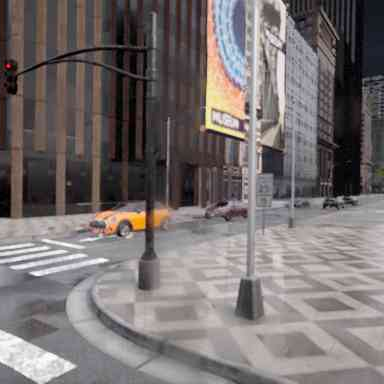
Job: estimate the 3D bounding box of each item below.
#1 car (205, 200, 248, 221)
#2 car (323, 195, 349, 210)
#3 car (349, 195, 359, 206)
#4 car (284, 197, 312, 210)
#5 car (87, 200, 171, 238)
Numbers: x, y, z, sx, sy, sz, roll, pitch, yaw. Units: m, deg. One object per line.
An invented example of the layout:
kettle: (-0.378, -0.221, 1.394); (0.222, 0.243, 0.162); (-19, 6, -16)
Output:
car: (2.819, 1.380, 25.718); (1.812, 1.442, 4.674); (1, 1, 36)
car: (17.583, 1.332, 41.101); (1.837, 1.490, 4.892); (1, 1, 36)
car: (23.571, 1.287, 49.637); (1.837, 1.490, 4.892); (1, 1, 35)
car: (12.716, 1.334, 39.635); (2.033, 1.411, 5.357); (1, 1, 36)
car: (-3.144, 1.247, 17.344); (2.097, 1.767, 4.553); (1, 1, 36)
